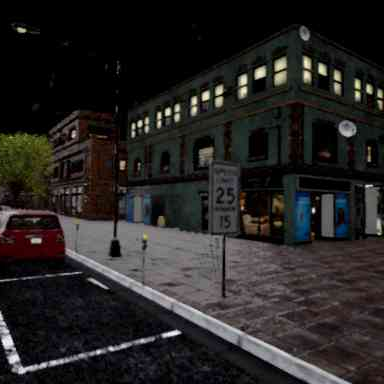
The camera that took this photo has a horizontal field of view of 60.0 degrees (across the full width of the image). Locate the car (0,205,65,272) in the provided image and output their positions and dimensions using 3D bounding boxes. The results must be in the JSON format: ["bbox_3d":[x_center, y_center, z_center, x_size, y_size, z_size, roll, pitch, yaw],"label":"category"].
[{"bbox_3d":[-5.906,1.530,11.604,2.192,1.841,5.009,3,-2,-35],"label":"car"}]
